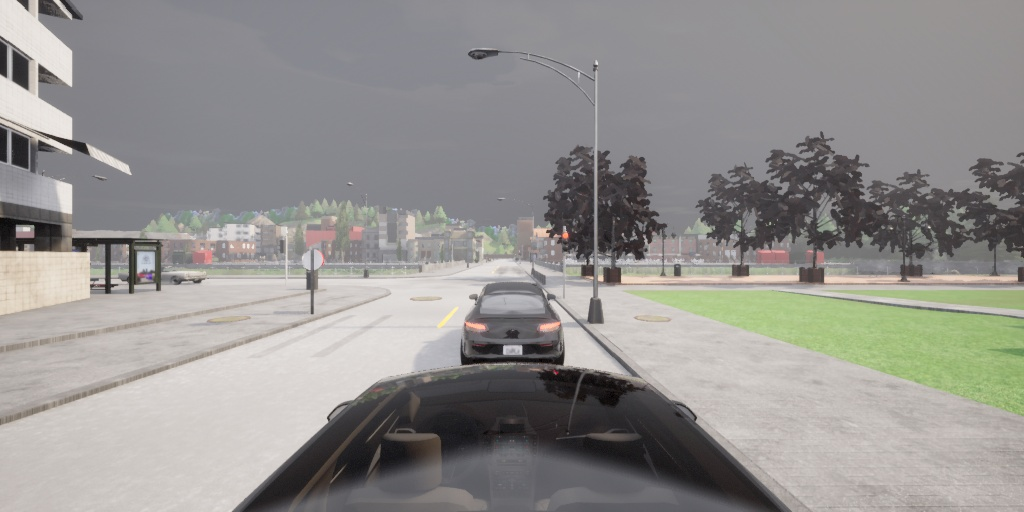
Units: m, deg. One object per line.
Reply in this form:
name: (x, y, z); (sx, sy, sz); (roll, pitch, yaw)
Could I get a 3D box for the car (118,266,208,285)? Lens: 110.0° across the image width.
car: (-24.465, 1.351, 25.288); (4.718, 1.301, 1.895); (0, 0, 0)

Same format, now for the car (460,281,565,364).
car: (0.007, 1.276, 7.794); (1.812, 1.442, 4.674); (0, 0, 0)
